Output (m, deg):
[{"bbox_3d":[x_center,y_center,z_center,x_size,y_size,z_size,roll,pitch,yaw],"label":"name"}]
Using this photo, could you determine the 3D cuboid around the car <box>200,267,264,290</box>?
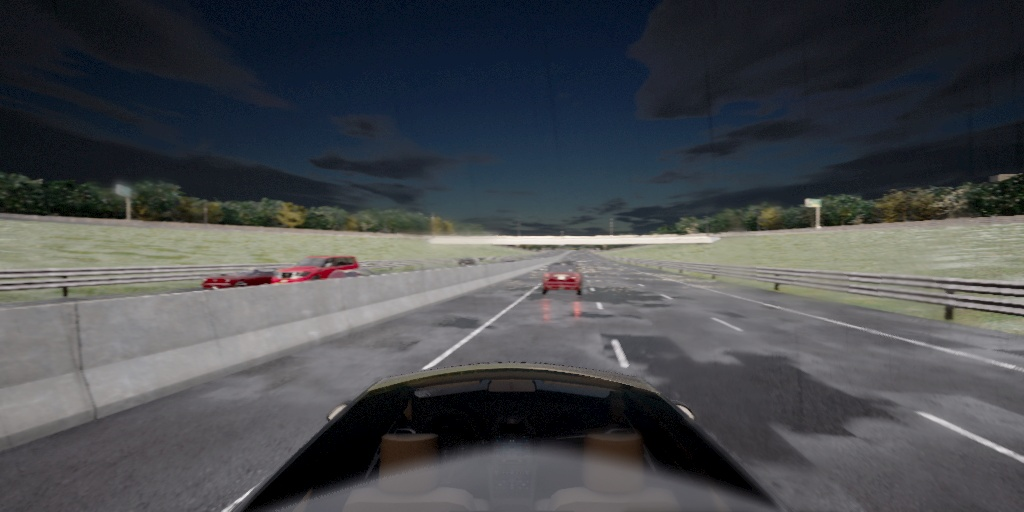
[{"bbox_3d":[-14.994,1.338,20.739,1.895,1.301,4.718,0,0,11],"label":"car"}]

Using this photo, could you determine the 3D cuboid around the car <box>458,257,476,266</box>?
[{"bbox_3d":[-7.570,0.880,61.552,2.033,1.411,5.357,0,0,10],"label":"car"}]

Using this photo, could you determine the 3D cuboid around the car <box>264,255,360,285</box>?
[{"bbox_3d":[-11.315,0.970,21.378,2.150,2.045,5.566,0,0,11],"label":"car"}]

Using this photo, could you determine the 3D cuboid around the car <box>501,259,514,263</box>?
[{"bbox_3d":[-0.679,1.208,60.327,1.994,1.385,4.181,0,0,10],"label":"car"}]

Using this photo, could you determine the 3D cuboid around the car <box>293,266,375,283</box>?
[{"bbox_3d":[-8.341,1.358,18.215,1.895,1.301,4.718,0,0,11],"label":"car"}]

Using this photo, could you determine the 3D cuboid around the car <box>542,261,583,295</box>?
[{"bbox_3d":[2.935,1.142,20.538,2.097,1.767,4.553,0,0,11],"label":"car"}]
